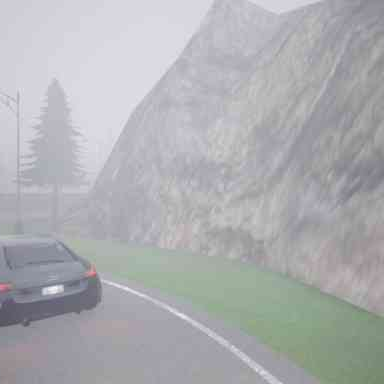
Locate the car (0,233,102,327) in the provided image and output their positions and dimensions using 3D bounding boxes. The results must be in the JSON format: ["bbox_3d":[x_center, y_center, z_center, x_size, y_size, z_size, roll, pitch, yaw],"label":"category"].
[{"bbox_3d":[-3.557,1.564,6.946,1.994,1.385,4.181,0,0,-40],"label":"car"}]
